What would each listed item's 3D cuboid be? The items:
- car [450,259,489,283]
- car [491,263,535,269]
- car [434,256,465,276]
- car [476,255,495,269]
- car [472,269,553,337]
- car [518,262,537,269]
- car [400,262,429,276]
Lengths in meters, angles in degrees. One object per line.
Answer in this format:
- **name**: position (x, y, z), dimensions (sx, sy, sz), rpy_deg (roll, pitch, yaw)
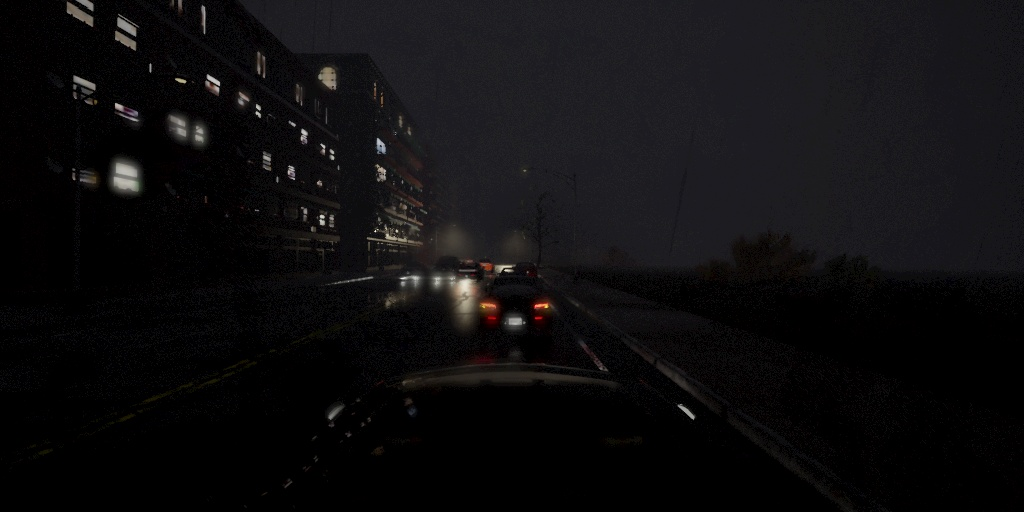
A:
- **car**: position (-3.217, 1.244, 28.005), dimensions (2.128, 1.511, 4.902), rpy_deg (0, 0, 0)
- **car**: position (0.053, 1.317, 20.350), dimensions (1.994, 1.385, 4.181), rpy_deg (0, 0, 0)
- **car**: position (-6.693, 0.975, 37.811), dimensions (2.150, 2.045, 5.566), rpy_deg (0, 0, 0)
- **car**: position (-3.259, 1.106, 44.126), dimensions (2.097, 1.767, 4.553), rpy_deg (0, 0, 0)
- **car**: position (0.070, 1.277, 10.183), dimensions (1.812, 1.442, 4.674), rpy_deg (0, 0, 0)
- **car**: position (1.065, 1.232, 29.878), dimensions (1.882, 1.535, 5.008), rpy_deg (0, 0, 0)
- **car**: position (-9.939, 1.301, 37.078), dimensions (2.033, 1.411, 5.357), rpy_deg (0, 0, 0)
